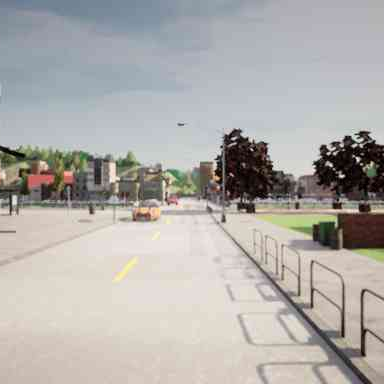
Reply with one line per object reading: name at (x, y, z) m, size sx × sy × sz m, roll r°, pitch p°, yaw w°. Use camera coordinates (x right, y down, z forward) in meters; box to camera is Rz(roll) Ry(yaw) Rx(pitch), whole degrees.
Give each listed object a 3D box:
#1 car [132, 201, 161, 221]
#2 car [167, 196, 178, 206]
car at (-4.000, 1.625, 29.663) m, size 2.097 × 1.767 × 4.553 m, roll 0°, pitch 0°, yaw 0°
car at (-3.996, 1.836, 68.780) m, size 2.150 × 2.045 × 5.566 m, roll 0°, pitch 0°, yaw 0°
